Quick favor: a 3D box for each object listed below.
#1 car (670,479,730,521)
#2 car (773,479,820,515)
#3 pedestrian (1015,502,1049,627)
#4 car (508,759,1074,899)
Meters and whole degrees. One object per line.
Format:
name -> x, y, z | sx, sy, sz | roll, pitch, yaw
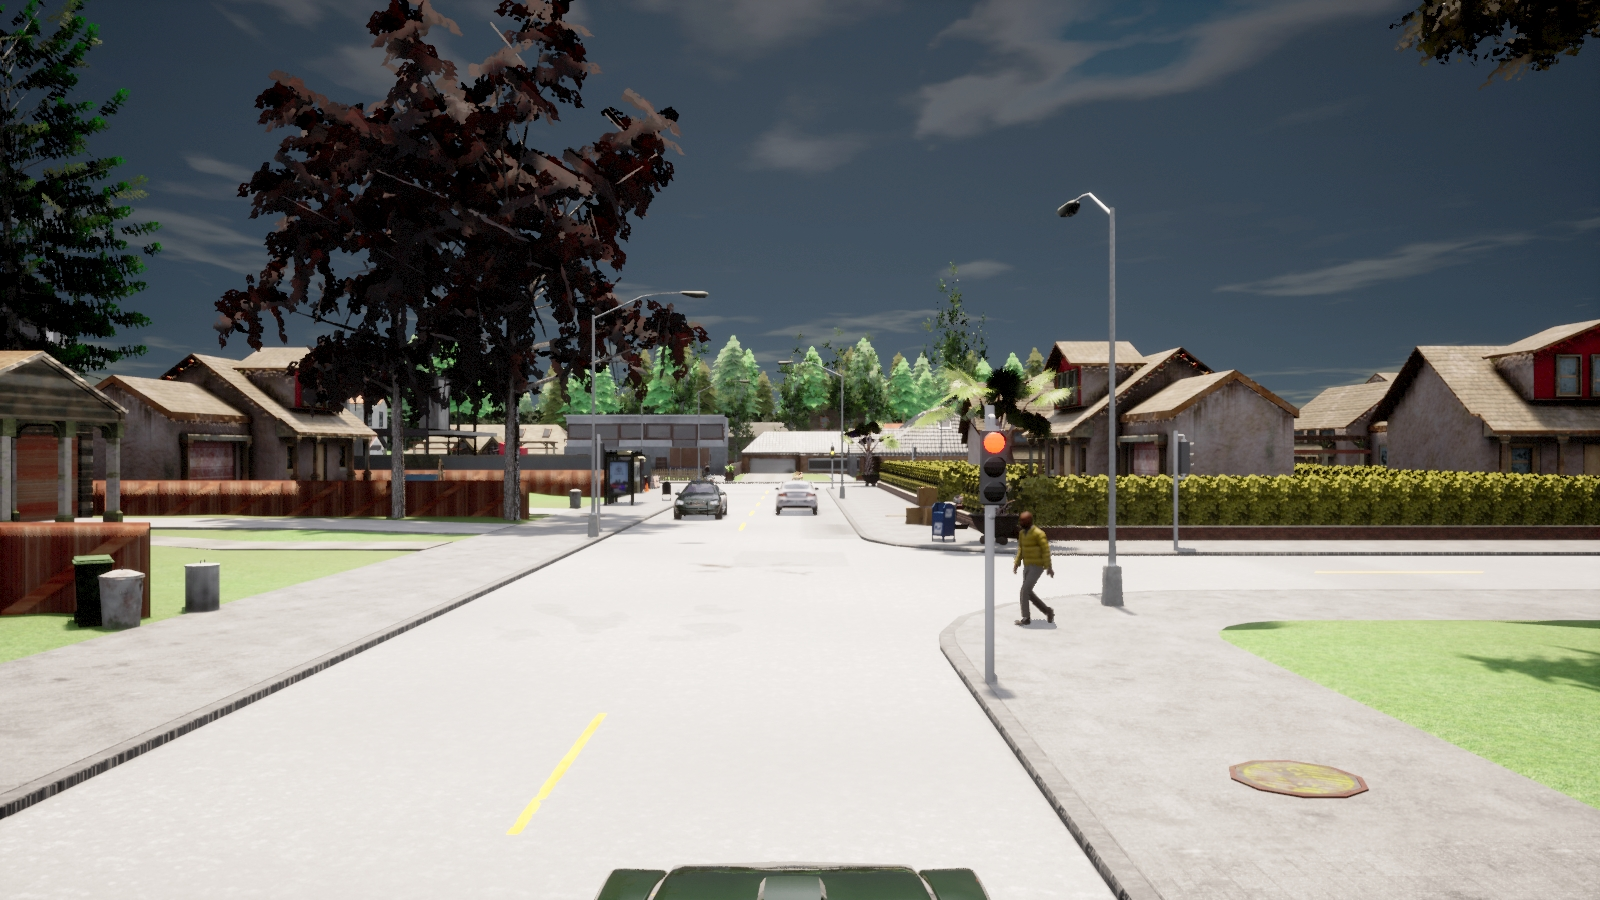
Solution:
car -> -4.107, 2.038, 47.608 | 2.038, 1.542, 4.974 | 0, 0, 0
car -> -0.142, 2.082, 51.481 | 2.002, 1.442, 4.674 | 0, 0, 0
pedestrian -> 3.550, 1.743, 17.504 | 0.375, 1.860, 0.375 | 0, 0, -21
car -> -0.028, 2.155, 3.193 | 1.895, 1.301, 4.718 | 0, 0, 0
